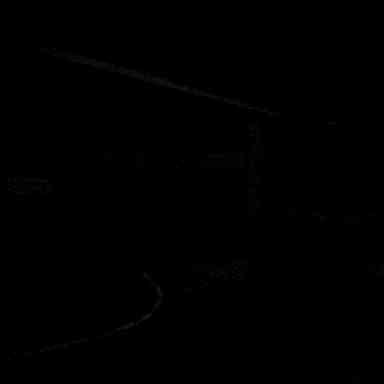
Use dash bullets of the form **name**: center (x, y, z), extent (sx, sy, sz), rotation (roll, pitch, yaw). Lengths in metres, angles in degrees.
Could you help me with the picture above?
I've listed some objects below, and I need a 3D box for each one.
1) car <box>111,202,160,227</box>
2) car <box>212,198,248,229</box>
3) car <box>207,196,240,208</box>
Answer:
- **car**: center (-4.040, 1.490, 23.344), extent (2.242, 1.667, 4.611), rotation (0, 0, -33)
- **car**: center (3.066, 1.405, 22.712), extent (1.905, 1.878, 3.866), rotation (0, 0, -33)
- **car**: center (4.470, 1.456, 48.211), extent (2.128, 1.511, 4.902), rotation (0, 0, -32)
